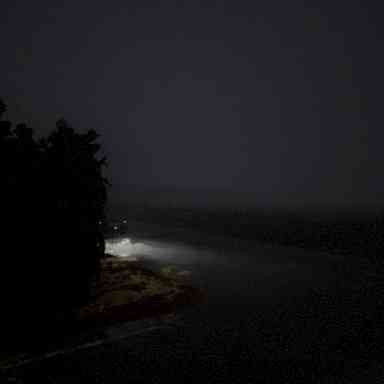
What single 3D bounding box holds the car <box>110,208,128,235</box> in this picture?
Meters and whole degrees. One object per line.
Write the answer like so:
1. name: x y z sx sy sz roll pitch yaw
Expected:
1. car: -5.291 1.573 18.956 2.128 1.511 4.902 1 -1 -35
